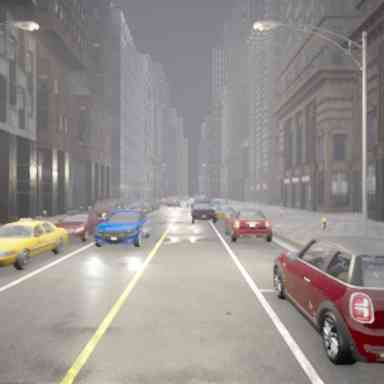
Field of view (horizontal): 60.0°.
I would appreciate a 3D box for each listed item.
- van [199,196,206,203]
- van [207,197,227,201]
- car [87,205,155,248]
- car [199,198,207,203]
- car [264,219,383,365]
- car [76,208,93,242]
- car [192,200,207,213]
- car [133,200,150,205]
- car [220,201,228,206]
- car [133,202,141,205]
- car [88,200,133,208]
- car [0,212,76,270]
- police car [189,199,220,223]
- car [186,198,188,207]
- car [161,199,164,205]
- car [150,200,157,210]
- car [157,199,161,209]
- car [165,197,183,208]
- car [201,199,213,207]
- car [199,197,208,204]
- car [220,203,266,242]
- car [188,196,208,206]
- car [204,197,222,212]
[{"bbox_3d":[2.751,1.989,89.935,1.690,1.788,3.998,0,0,0],"label":"van"},{"bbox_3d":[2.756,1.574,33.920,1.690,1.788,3.998,0,0,0],"label":"van"},{"bbox_3d":[-3.102,1.585,15.682,1.882,1.535,5.008,0,0,0],"label":"car"},{"bbox_3d":[2.752,2.187,84.332,1.802,1.307,4.206,0,0,0],"label":"car"},{"bbox_3d":[2.759,1.481,5.910,1.967,1.590,4.097,0,0,0],"label":"car"},{"bbox_3d":[-5.766,1.699,17.097,1.802,1.307,4.206,0,0,0],"label":"car"},{"bbox_3d":[0.896,1.824,43.156,1.812,1.442,4.674,0,0,0],"label":"car"},{"bbox_3d":[-5.769,1.673,33.904,1.967,1.590,4.097,0,0,0],"label":"car"},{"bbox_3d":[2.757,1.720,28.487,1.752,1.417,4.829,0,0,0],"label":"car"},{"bbox_3d":[-5.768,1.776,28.301,1.802,1.307,4.206,0,0,0],"label":"car"},{"bbox_3d":[-5.768,1.470,22.701,2.192,1.841,5.009,0,0,0],"label":"car"},{"bbox_3d":[-5.766,1.603,11.326,1.752,1.417,4.829,0,0,0],"label":"car"},{"bbox_3d":[0.897,1.612,27.267,1.930,1.638,5.238,0,0,0],"label":"police car"},{"bbox_3d":[-0.003,1.945,59.571,1.812,1.442,4.674,0,0,0],"label":"car"},{"bbox_3d":[-5.770,1.919,50.708,1.947,1.339,4.313,0,0,0],"label":"car"},{"bbox_3d":[-5.769,1.823,39.506,2.008,1.369,4.403,0,0,0],"label":"car"},{"bbox_3d":[-5.769,1.878,45.107,1.947,1.339,4.313,0,0,0],"label":"car"},{"bbox_3d":[-3.064,1.963,57.008,1.994,1.385,4.181,0,0,0],"label":"car"},{"bbox_3d":[2.754,2.002,61.926,1.947,1.339,4.313,0,0,0],"label":"car"},{"bbox_3d":[2.752,2.003,78.731,1.967,1.590,4.097,0,0,0],"label":"car"},{"bbox_3d":[2.758,1.557,17.113,1.967,1.590,4.097,0,0,0],"label":"car"},{"bbox_3d":[0.896,1.607,37.128,2.097,1.767,4.553,0,0,0],"label":"car"},{"bbox_3d":[2.755,1.628,45.122,2.192,1.841,5.009,0,0,0],"label":"car"}]
